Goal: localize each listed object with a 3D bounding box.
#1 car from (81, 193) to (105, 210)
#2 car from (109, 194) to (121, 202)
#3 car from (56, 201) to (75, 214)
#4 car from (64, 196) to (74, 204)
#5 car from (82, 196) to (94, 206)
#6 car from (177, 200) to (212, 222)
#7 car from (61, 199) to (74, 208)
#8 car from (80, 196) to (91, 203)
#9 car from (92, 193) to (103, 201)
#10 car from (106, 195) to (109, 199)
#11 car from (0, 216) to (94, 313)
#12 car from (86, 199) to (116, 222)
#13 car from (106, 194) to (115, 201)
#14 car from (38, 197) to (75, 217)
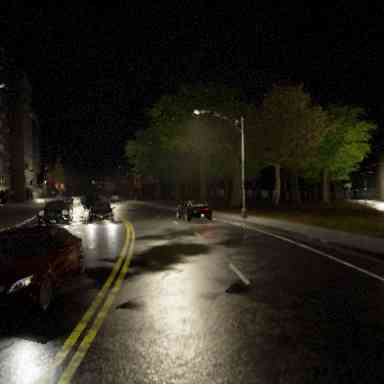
[{"bbox_3d":[-13.595,1.326,45.361,2.150,2.045,5.566,-1,0,-19],"label":"car"},{"bbox_3d":[-17.287,1.582,75.055,2.033,1.411,5.357,-1,0,-20],"label":"car"},{"bbox_3d":[-14.882,1.753,39.246,1.895,1.301,4.718,-1,0,-19],"label":"car"},{"bbox_3d":[-25.564,1.725,69.254,1.837,1.490,4.892,-1,0,-20],"label":"car"},{"bbox_3d":[-18.792,1.621,59.984,1.882,1.535,5.008,-1,0,-20],"label":"car"},{"bbox_3d":[0.111,1.389,25.435,1.837,1.490,4.892,-1,0,-15],"label":"car"},{"bbox_3d":[-20.461,1.797,54.969,1.895,1.301,4.718,-1,0,-19],"label":"car"},{"bbox_3d":[-23.411,1.671,72.876,2.033,1.411,5.357,-1,0,-20],"label":"car"},{"bbox_3d":[-23.880,1.197,83.793,2.150,2.045,5.566,-1,0,-20],"label":"car"},{"bbox_3d":[-20.345,1.645,73.958,2.033,1.411,5.357,-1,0,-20],"label":"car"},{"bbox_3d":[-3.806,1.564,7.787,1.812,1.442,4.674,-1,0,-5],"label":"car"},{"bbox_3d":[-7.174,1.552,26.297,1.837,1.490,4.892,-1,0,-16],"label":"car"},{"bbox_3d":[-20.806,1.409,84.863,1.837,1.490,4.892,-1,0,-20],"label":"car"},{"bbox_3d":[-10.366,1.468,25.484,2.097,1.767,4.553,-1,0,-16],"label":"car"}]
